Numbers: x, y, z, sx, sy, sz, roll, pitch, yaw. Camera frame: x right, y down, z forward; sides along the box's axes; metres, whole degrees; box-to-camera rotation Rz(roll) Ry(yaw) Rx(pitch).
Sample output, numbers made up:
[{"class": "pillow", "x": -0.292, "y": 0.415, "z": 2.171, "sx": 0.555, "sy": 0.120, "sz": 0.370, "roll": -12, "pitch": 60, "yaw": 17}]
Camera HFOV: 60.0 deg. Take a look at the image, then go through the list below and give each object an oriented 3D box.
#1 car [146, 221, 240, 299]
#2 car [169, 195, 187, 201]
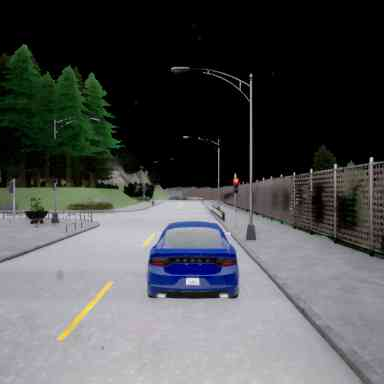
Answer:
[{"class": "car", "x": 0.034, "y": 1.478, "z": 8.519, "sx": 1.882, "sy": 1.535, "sz": 5.008, "roll": 0, "pitch": 0, "yaw": 0}, {"class": "car", "x": -3.839, "y": 1.540, "z": 88.011, "sx": 5.357, "sy": 1.411, "sz": 2.033, "roll": 0, "pitch": 0, "yaw": 40}]
